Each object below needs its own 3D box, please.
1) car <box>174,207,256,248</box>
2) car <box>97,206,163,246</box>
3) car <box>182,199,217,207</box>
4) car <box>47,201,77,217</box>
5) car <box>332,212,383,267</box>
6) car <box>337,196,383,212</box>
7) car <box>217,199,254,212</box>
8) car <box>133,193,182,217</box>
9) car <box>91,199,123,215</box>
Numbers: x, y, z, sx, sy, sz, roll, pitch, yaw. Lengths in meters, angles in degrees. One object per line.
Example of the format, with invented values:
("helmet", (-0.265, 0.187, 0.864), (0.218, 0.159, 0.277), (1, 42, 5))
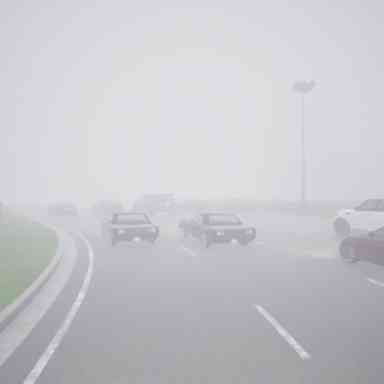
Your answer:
("car", (0.881, 1.562, 14.707), (1.895, 1.301, 4.718), (0, 0, -19))
("car", (-2.984, 1.559, 15.154), (1.895, 1.301, 4.718), (0, 0, -21))
("car", (-0.072, 1.422, 31.414), (1.837, 1.490, 4.892), (0, 0, -32))
("car", (-11.901, 1.477, 30.417), (1.994, 1.385, 4.181), (0, 0, -32))
("car", (5.972, 1.505, 8.913), (1.812, 1.442, 4.674), (0, 0, -10))
("car", (8.563, 1.188, 14.321), (2.150, 2.045, 5.566), (0, 0, -16))
("car", (3.784, 1.409, 31.837), (2.128, 1.511, 4.902), (0, 0, -32))
("car", (-3.440, 1.140, 30.156), (2.150, 2.045, 5.566), (0, 0, -32))
("car", (-7.790, 1.420, 30.470), (1.837, 1.490, 4.892), (0, 0, -32))
